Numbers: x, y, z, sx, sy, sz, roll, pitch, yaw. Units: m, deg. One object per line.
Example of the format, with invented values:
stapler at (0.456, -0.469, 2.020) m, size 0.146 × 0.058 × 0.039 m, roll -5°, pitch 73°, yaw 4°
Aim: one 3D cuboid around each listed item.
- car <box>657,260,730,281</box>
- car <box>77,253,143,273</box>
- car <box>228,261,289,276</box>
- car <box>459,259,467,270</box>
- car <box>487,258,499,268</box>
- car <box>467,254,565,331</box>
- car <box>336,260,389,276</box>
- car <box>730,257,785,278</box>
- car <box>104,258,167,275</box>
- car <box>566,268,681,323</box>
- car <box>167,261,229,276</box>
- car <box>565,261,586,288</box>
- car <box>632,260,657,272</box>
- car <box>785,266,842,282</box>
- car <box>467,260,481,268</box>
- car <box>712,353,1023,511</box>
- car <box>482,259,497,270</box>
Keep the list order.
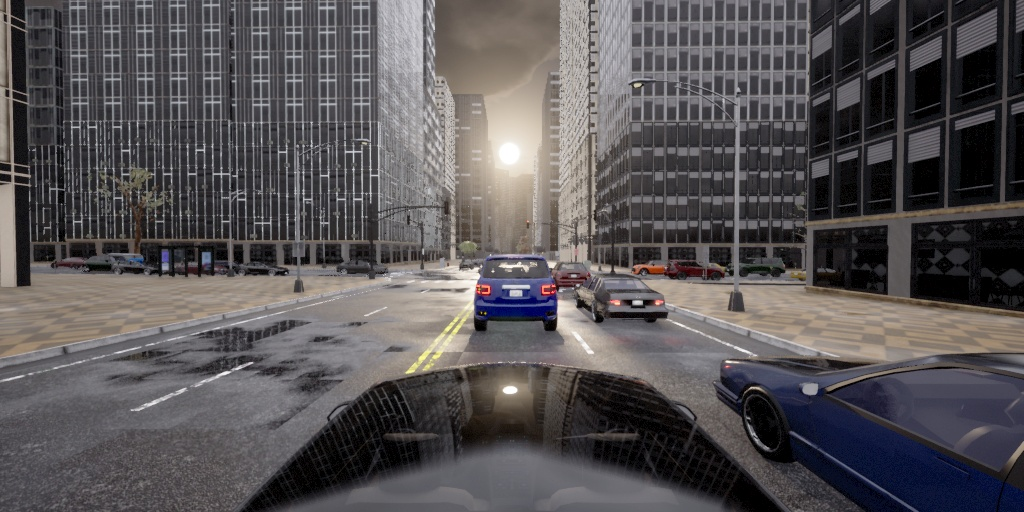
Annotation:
car at (16.187, 1.268, 32.146) m, size 5.009 × 1.841 × 2.192 m, roll 0°, pitch 0°, yaw 1°
car at (-39.672, 0.761, 35.741) m, size 4.553 × 1.767 × 2.097 m, roll 1°, pitch 1°, yaw 2°
car at (-22.738, 1.173, 32.667) m, size 4.313 × 1.339 × 1.948 m, roll 0°, pitch 0°, yaw 1°
car at (-6.611, 1.219, 52.547) m, size 1.837 × 1.490 × 4.892 m, roll 0°, pitch 0°, yaw -1°
car at (-3.330, 1.180, 63.052) m, size 1.882 × 1.535 × 5.008 m, roll 0°, pitch 0°, yaw 0°
car at (0.096, 0.967, 11.081) m, size 2.150 × 2.045 × 5.566 m, roll 0°, pitch 0°, yaw 0°
car at (-14.489, 1.148, 34.884) m, size 4.892 × 1.490 × 1.837 m, roll 1°, pitch 1°, yaw 6°
car at (25.560, 1.163, 37.761) m, size 5.566 × 2.045 × 2.150 m, roll 1°, pitch 1°, yaw 1°
car at (-34.102, 1.069, 32.971) m, size 4.313 × 1.339 × 1.948 m, roll 0°, pitch 0°, yaw 1°
car at (3.349, 1.293, 12.085) m, size 2.033 × 1.411 × 5.357 m, roll 0°, pitch 0°, yaw 0°
car at (-28.422, 1.138, 32.799) m, size 4.207 × 1.307 × 1.802 m, roll 0°, pitch 0°, yaw 1°
car at (3.345, 1.092, 21.492) m, size 2.097 × 1.767 × 4.553 m, roll 0°, pitch 0°, yaw 0°
car at (15.030, 1.202, 37.919) m, size 4.553 × 1.767 × 2.097 m, roll 0°, pitch 1°, yaw 0°
car at (27.636, 1.578, 31.951) m, size 4.829 × 1.417 × 1.751 m, roll 0°, pitch 0°, yaw 1°
car at (-6.582, 1.303, 62.850) m, size 1.895 × 1.301 × 4.718 m, roll 0°, pitch 0°, yaw 0°
car at (3.351, 1.297, 1.905) m, size 2.033 × 1.411 × 5.357 m, roll 0°, pitch 0°, yaw 1°
car at (-3.346, 1.191, 53.439) m, size 1.882 × 1.535 × 5.008 m, roll 0°, pitch 0°, yaw 0°
